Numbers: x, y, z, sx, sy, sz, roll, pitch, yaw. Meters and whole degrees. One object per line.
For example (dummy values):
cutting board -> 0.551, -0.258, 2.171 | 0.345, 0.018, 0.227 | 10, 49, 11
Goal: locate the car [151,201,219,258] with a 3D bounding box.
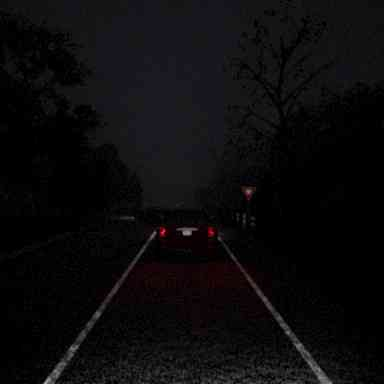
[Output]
car -> -0.198, 1.325, 12.796 | 2.097, 1.767, 4.553 | 0, 0, -1

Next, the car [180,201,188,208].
car -> -1.946, 3.027, 81.359 | 2.097, 1.767, 4.553 | 0, -2, -1

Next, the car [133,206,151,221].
car -> -3.044, 1.772, 26.899 | 1.895, 1.301, 4.718 | -1, 0, -34

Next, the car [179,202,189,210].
car -> -1.696, 2.936, 71.194 | 2.128, 1.511, 4.902 | 0, -2, -1
